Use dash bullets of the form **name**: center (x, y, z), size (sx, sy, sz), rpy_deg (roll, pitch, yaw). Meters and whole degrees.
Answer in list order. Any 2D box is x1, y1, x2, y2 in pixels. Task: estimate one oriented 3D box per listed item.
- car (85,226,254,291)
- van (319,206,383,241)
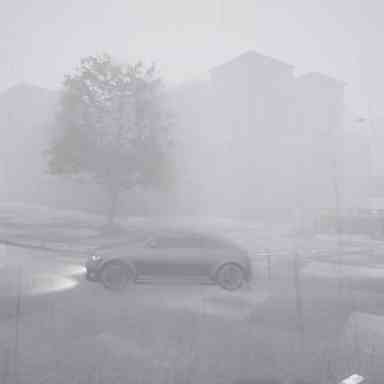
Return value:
- **car**: center (-0.540, 1.598, 8.609), size (4.181, 1.385, 1.994), rpy_deg (2, 2, -4)
- **van**: center (10.519, 1.919, 21.023), size (4.442, 1.987, 1.878), rpy_deg (1, -3, 34)
